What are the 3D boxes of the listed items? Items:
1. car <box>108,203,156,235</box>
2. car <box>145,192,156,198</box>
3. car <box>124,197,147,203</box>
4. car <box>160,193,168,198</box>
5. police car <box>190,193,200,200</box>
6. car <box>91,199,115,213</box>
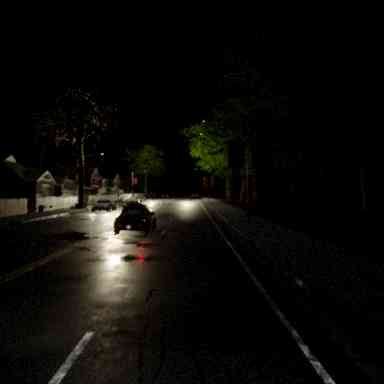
[{"bbox_3d":[-3.150,1.551,18.792,1.812,1.442,4.674,0,0,0],"label":"car"},{"bbox_3d":[-9.759,0.778,78.859,2.150,2.045,5.566,0,0,0],"label":"car"},{"bbox_3d":[-6.593,1.563,37.386,1.994,1.385,4.181,0,0,0],"label":"car"},{"bbox_3d":[-6.509,1.077,78.890,1.812,1.442,4.674,0,0,0],"label":"car"},{"bbox_3d":[1.127,1.237,86.106,1.930,1.638,5.238,0,0,0],"label":"police car"},{"bbox_3d":[-9.845,1.525,37.272,1.812,1.442,4.674,0,0,0],"label":"car"}]
